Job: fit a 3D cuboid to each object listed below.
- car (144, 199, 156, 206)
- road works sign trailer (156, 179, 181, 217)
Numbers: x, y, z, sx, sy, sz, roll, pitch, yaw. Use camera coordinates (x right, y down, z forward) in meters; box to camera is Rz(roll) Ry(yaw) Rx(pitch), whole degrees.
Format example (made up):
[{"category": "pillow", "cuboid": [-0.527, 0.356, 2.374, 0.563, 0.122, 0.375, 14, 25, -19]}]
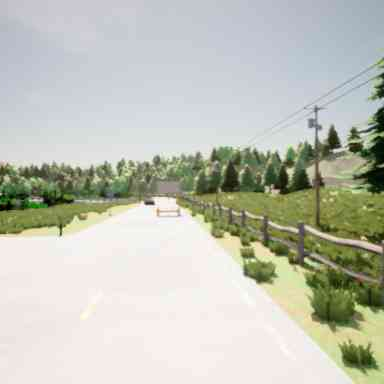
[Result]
[{"category": "car", "cuboid": [-7.444, 1.805, 58.678, 1.895, 1.301, 4.718, -1, 0, -4]}, {"category": "road works sign trailer", "cuboid": [-2.327, 0.560, 32.863, 2.380, 3.560, 2.880, -1, 0, -4]}]
